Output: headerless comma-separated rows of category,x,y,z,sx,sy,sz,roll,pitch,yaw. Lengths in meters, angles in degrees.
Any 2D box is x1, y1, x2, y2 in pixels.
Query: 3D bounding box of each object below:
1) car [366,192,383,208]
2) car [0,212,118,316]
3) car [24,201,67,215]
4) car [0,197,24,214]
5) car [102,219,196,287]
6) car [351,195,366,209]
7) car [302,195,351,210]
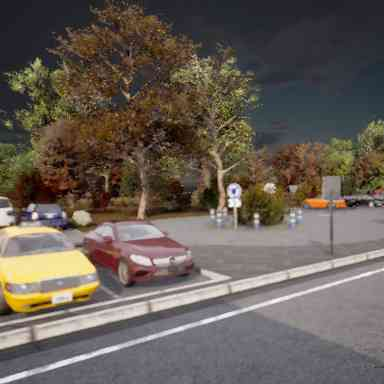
car,21.433,1.115,41.750,2.231,1.521,4.892,0,0,-35
car,-3.827,1.525,8.036,1.946,1.575,5.366,0,0,-35
car,-9.198,1.388,20.448,2.185,1.767,4.553,0,0,-35
car,-11.506,1.276,18.887,2.435,2.045,5.566,0,0,-35
car,-1.786,1.556,9.726,2.002,1.452,4.674,0,-1,-35
car,16.719,1.152,38.419,2.097,1.535,5.008,0,0,-35
car,14.526,1.044,36.844,2.185,1.767,4.553,0,0,-35
